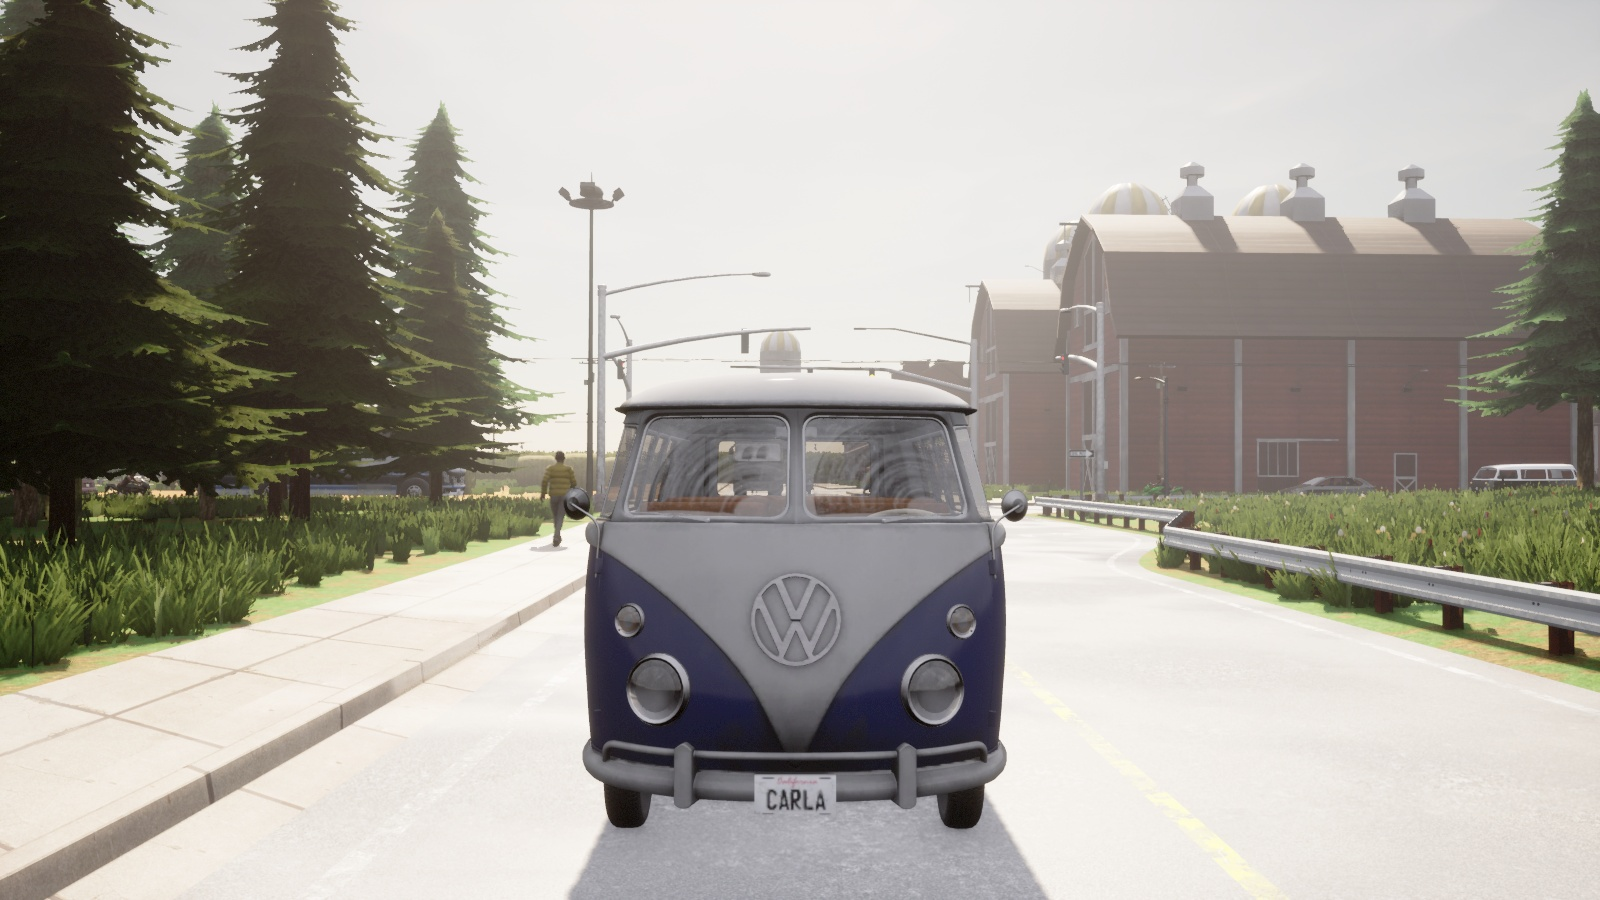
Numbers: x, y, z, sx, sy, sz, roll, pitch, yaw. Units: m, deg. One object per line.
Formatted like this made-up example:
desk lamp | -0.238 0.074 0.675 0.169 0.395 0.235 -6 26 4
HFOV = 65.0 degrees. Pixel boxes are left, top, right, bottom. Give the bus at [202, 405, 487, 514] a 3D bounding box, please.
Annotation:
bus | -18.437 0.402 51.531 10.273 4.253 3.944 0 -1 -1

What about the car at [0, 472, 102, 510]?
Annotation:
car | -32.903 1.787 54.674 3.988 1.617 1.851 0 -1 -1

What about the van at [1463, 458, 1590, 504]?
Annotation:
van | 32.474 1.376 56.197 4.480 2.038 2.069 0 -1 -1

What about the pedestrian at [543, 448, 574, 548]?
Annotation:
pedestrian | -4.506 0.888 23.479 0.431 1.840 0.709 0 -1 1

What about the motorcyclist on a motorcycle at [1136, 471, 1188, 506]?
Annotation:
motorcyclist on a motorcycle | 16.080 1.694 55.812 2.044 1.523 0.797 0 -1 -1

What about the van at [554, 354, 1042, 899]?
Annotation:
van | -0.024 0.681 6.802 1.775 1.987 4.442 0 -1 0

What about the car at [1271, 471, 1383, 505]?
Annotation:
car | 23.452 1.699 55.983 4.193 1.474 1.816 0 -1 -1

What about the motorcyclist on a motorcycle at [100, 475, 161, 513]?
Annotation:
motorcyclist on a motorcycle | -27.342 1.792 51.301 2.044 1.523 0.797 0 -1 -1
